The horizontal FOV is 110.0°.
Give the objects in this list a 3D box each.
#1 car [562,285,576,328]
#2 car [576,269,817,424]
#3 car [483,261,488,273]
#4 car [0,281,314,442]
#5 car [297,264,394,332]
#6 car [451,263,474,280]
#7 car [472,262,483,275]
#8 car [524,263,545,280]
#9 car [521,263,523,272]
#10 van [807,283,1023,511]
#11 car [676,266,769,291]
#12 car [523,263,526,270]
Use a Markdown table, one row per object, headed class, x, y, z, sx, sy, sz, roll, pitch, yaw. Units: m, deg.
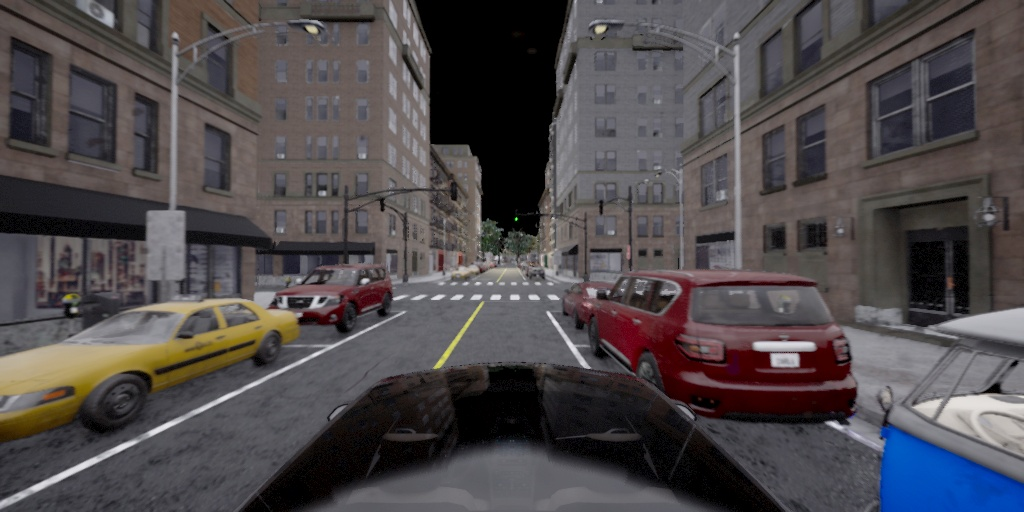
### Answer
| class | x | y | z | sx | sy | sz | roll | pitch | yaw |
| --- | --- | --- | --- | --- | --- | --- | --- | --- | --- |
| car | 2.636 | 1.461 | 11.520 | 1.802 | 1.307 | 4.207 | 0 | 0 | 0 |
| car | 2.637 | 1.119 | 5.841 | 2.192 | 1.841 | 5.009 | 0 | 0 | 0 |
| car | -5.422 | 1.764 | 54.969 | 2.192 | 1.841 | 5.009 | 0 | 0 | 0 |
| car | -5.400 | 1.329 | 5.670 | 1.751 | 1.417 | 4.829 | 0 | 0 | 0 |
| car | -5.403 | 1.193 | 11.519 | 2.192 | 1.841 | 5.009 | 0 | 0 | 0 |
| car | -5.424 | 1.757 | 38.354 | 1.751 | 1.417 | 4.829 | 0 | 0 | 0 |
| car | -5.423 | 1.902 | 49.317 | 1.751 | 1.417 | 4.829 | 0 | 0 | 0 |
| car | 2.629 | 1.783 | 38.526 | 2.007 | 1.370 | 4.403 | 0 | 0 | 0 |
| car | 2.627 | 1.928 | 49.489 | 2.007 | 1.370 | 4.403 | 0 | 0 | 0 |
| van | 2.638 | 1.071 | 0.163 | 1.690 | 1.789 | 3.998 | 0 | 0 | 0 |
| car | 13.882 | 1.458 | 23.836 | 4.902 | 1.511 | 2.128 | 0 | -1 | 0 |
| car | 2.628 | 1.850 | 44.007 | 1.888 | 1.381 | 4.507 | 0 | 0 | 0 |
